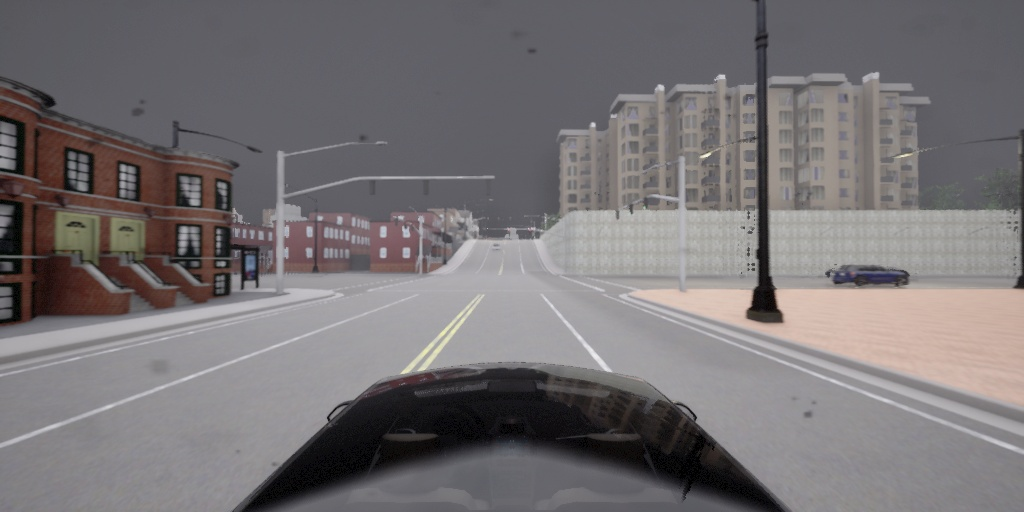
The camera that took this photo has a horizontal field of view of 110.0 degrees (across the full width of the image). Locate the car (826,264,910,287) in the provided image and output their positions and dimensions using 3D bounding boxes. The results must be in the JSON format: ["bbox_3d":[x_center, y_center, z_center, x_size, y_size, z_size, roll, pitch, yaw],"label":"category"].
[{"bbox_3d":[27.833,1.443,27.910,4.553,1.767,2.097,0,-1,0],"label":"car"}]

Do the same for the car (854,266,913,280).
[{"bbox_3d":[39.755,1.793,38.442,4.181,1.385,1.994,0,-1,0],"label":"car"}]

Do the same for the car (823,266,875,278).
[{"bbox_3d":[39.356,1.838,41.937,4.181,1.385,1.994,0,-1,1],"label":"car"}]
